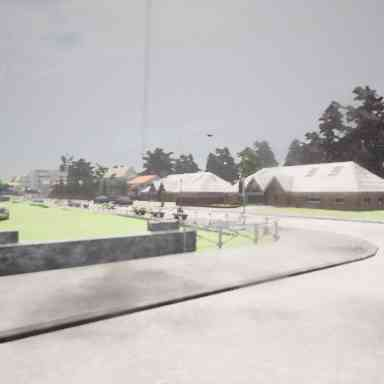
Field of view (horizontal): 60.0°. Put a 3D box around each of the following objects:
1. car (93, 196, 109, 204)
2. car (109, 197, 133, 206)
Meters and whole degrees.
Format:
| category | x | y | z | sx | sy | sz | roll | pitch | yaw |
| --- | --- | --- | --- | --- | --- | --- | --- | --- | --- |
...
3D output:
| category | x | y | z | sx | sy | sz | roll | pitch | yaw |
| --- | --- | --- | --- | --- | --- | --- | --- | --- | --- |
| car | -17.390 | 1.537 | 63.815 | 1.837 | 1.490 | 4.892 | 0 | 0 | -35 |
| car | -11.494 | 1.525 | 55.550 | 2.128 | 1.511 | 4.902 | 0 | 0 | -35 |
